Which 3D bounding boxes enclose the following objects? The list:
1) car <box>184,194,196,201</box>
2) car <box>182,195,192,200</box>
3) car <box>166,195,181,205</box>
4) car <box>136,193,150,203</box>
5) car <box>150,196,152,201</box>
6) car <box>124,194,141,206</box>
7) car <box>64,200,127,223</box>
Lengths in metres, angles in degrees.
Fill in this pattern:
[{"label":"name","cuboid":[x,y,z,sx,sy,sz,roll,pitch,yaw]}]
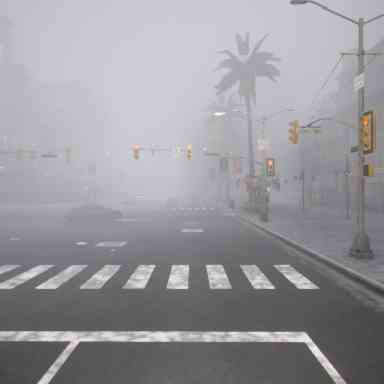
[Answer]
[{"label":"car","cuboid":[-0.135,1.355,85.369,2.097,1.767,4.553,0,0,-4]},{"label":"car","cuboid":[-1.384,1.553,95.572,1.994,1.385,4.181,0,0,-12]},{"label":"car","cuboid":[-3.407,1.564,58.148,1.994,1.385,4.181,0,0,0]},{"label":"car","cuboid":[-10.510,1.221,66.989,2.150,2.045,5.566,0,0,0]},{"label":"car","cuboid":[-10.498,1.478,77.441,1.882,1.535,5.008,0,0,0]},{"label":"car","cuboid":[-10.538,1.547,56.742,2.033,1.411,5.357,0,0,1]},{"label":"car","cuboid":[-7.493,1.564,25.336,4.181,1.385,1.994,0,0,-34]}]
